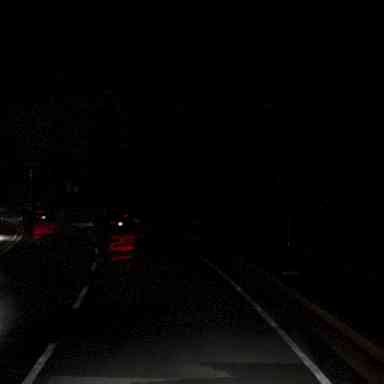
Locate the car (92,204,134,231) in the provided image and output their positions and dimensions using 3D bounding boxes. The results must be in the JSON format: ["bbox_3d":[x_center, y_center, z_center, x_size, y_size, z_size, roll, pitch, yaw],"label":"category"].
[{"bbox_3d":[-5.003,1.519,20.783,1.837,1.490,4.892,0,0,-24],"label":"car"}]

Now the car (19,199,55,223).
[{"bbox_3d":[-11.962,1.548,25.857,1.837,1.490,4.892,0,1,-33],"label":"car"}]

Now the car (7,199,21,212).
[{"bbox_3d":[-20.360,1.562,39.562,4.902,1.511,2.128,0,0,38],"label":"car"}]

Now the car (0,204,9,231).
[{"bbox_3d":[-9.839,1.527,14.744,2.128,1.511,4.902,0,0,-21],"label":"car"}]
